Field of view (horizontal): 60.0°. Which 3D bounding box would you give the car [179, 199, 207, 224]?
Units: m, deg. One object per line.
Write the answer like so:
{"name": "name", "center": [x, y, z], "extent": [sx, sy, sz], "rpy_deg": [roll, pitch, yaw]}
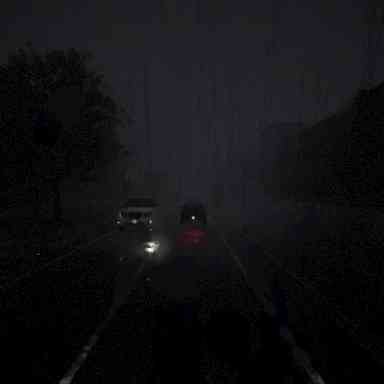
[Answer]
{"name": "car", "center": [0.097, 1.512, 25.128], "extent": [1.837, 1.490, 4.892], "rpy_deg": [0, 0, 0]}

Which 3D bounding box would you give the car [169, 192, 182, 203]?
{"name": "car", "center": [-3.027, 0.950, 62.737], "extent": [2.150, 2.045, 5.566], "rpy_deg": [0, 1, 0]}

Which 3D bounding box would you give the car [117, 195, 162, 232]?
{"name": "car", "center": [-3.102, 1.237, 20.748], "extent": [2.150, 2.045, 5.566], "rpy_deg": [0, 0, 0]}
